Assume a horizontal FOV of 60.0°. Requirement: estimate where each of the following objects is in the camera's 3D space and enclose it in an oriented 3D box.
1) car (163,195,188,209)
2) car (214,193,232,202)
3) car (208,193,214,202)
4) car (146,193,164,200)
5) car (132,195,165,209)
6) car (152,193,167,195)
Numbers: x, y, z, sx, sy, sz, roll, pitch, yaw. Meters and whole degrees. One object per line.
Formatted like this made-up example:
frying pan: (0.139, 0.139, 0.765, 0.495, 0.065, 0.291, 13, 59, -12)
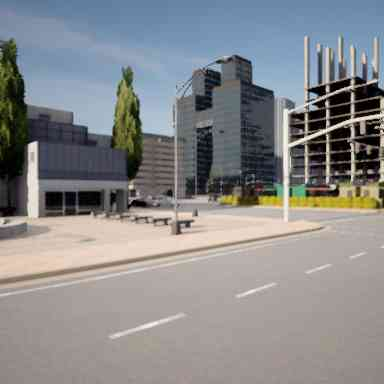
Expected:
car: (-3.111, 1.556, 47.107, 1.812, 1.442, 4.674, 0, 0, -40)
car: (7.058, 1.393, 69.126, 3.806, 1.475, 1.970, 0, 0, -42)
car: (5.141, 1.162, 71.297, 3.866, 1.878, 1.905, 0, 0, -42)
car: (-9.811, 1.224, 88.134, 4.605, 1.855, 1.932, 0, 0, -42)
car: (-6.384, 1.533, 45.544, 2.128, 1.511, 4.902, 0, 0, -40)
car: (-7.928, 1.219, 85.935, 3.866, 1.878, 1.905, 0, 0, -42)
